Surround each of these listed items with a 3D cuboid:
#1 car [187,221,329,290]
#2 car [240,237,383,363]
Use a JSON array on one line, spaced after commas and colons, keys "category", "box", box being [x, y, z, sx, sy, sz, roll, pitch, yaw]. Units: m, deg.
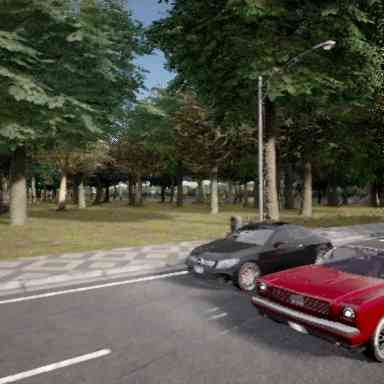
[{"category": "car", "box": [2.050, 1.564, 9.142, 4.674, 1.442, 1.812, 0, 0, -36]}, {"category": "car", "box": [3.304, 1.635, 6.044, 4.718, 1.301, 1.895, 0, 0, -36]}]
